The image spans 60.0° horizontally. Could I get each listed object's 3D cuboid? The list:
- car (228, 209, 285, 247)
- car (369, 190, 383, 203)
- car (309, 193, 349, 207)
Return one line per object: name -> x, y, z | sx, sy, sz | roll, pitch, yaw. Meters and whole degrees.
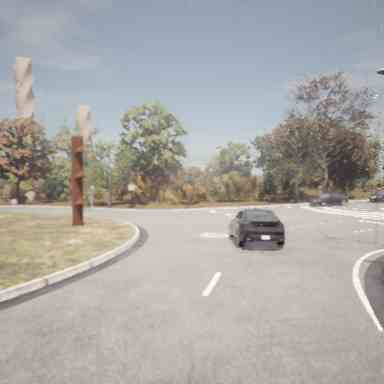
car -> 2.812, 1.526, 15.103 | 1.837, 1.490, 4.892 | 2, -1, 0
car -> 23.982, 0.446, 40.802 | 4.902, 1.511, 2.128 | -2, 3, -22
car -> 15.435, 0.833, 37.412 | 4.674, 1.442, 1.812 | -2, 3, -22
